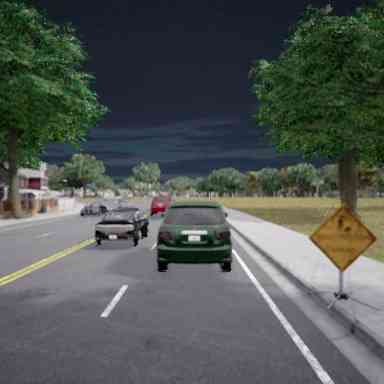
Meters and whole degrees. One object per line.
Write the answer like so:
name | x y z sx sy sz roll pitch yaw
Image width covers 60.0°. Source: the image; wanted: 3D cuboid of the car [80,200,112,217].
car | -9.913 1.790 33.905 1.994 1.385 4.181 0 0 -1

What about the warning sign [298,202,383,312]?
warning sign | 2.865 1.160 6.367 1.300 1.860 1.060 1 0 0

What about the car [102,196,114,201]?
car | -18.790 1.613 74.189 1.812 1.442 4.674 0 0 -28

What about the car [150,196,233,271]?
car | 0.082 1.301 11.312 2.150 2.045 5.566 0 0 0

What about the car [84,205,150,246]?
car | -3.159 1.599 15.753 2.128 1.511 4.902 0 0 0

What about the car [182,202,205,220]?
car | 0.101 1.762 32.082 2.033 1.411 5.357 0 0 0

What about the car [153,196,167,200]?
car | -3.171 1.460 35.766 2.150 2.045 5.566 0 0 -1

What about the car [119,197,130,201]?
car | -15.074 1.795 74.001 2.128 1.511 4.902 0 0 -24

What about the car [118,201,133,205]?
car | -6.625 1.820 32.791 1.895 1.301 4.718 0 0 0
